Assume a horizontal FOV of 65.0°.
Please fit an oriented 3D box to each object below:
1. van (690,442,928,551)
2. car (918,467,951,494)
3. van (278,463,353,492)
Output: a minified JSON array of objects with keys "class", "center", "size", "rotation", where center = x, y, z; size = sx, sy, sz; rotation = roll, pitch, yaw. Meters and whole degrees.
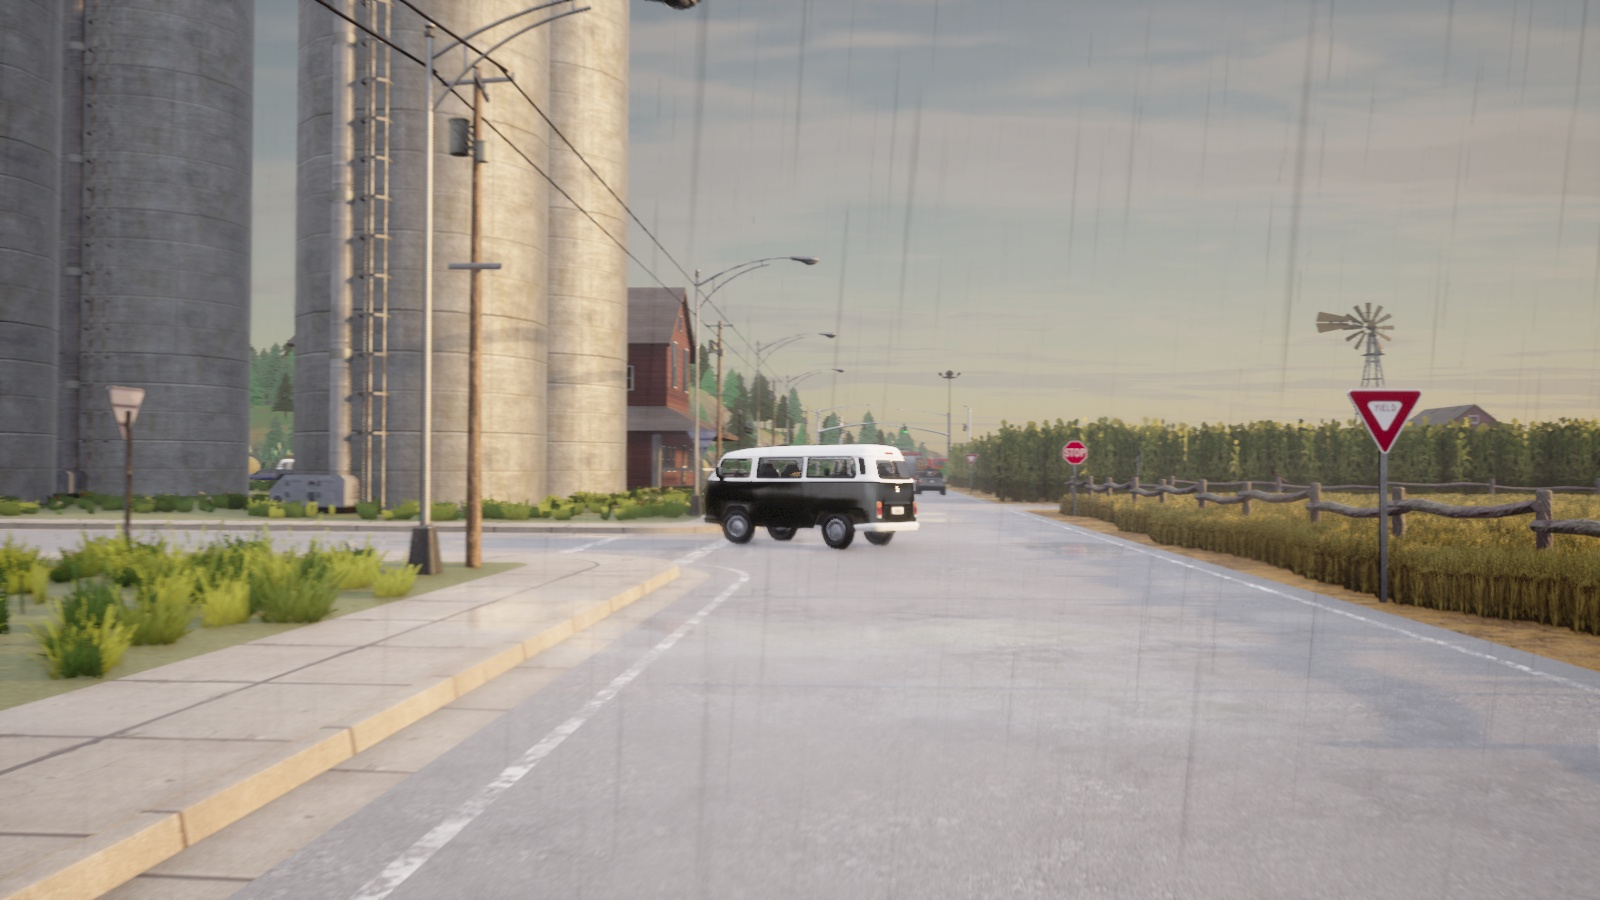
[{"class":"van","center":[0.144,0.922,25.728],"size":[4.480,2.038,2.069],"rotation":[-1,-2,35]},{"class":"car","center":[8.319,1.861,77.896],"size":[1.851,1.617,3.988],"rotation":[0,-1,4]},{"class":"van","center":[-33.929,1.924,88.016],"size":[4.480,2.038,2.069],"rotation":[0,-1,3]}]
